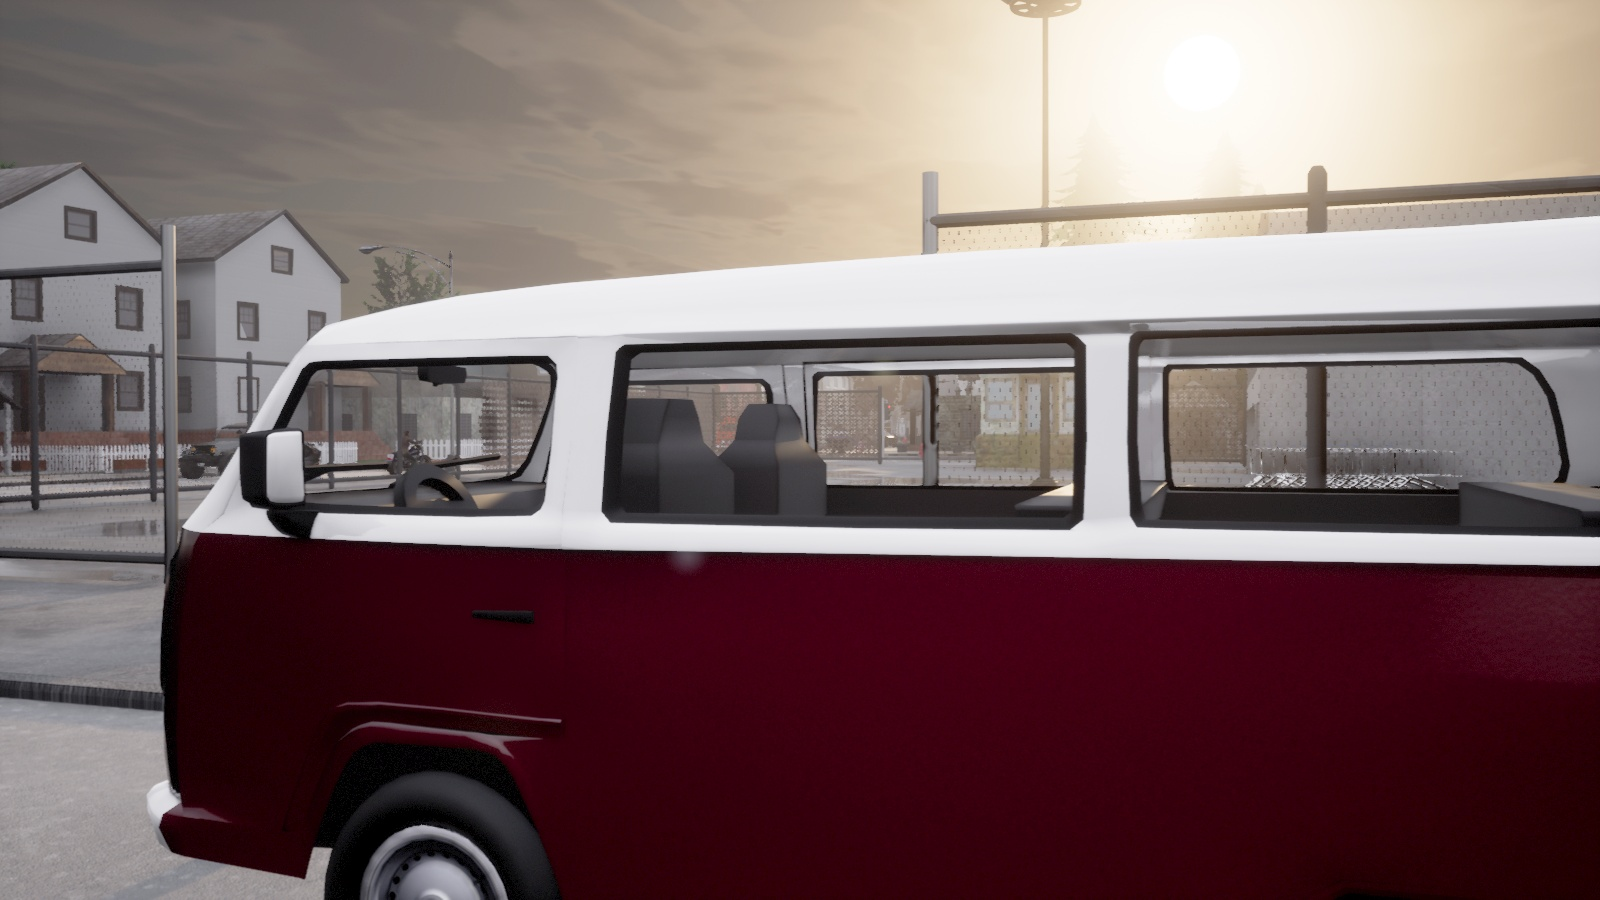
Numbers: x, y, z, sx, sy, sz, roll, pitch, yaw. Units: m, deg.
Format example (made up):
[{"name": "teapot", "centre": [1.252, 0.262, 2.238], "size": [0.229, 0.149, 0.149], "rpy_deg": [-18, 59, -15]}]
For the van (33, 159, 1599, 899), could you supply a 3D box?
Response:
[{"name": "van", "centre": [0.435, 0.493, 3.574], "size": [4.480, 2.038, 2.069], "rpy_deg": [1, 1, 19]}]

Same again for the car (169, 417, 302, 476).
[{"name": "car", "centre": [-18.813, -0.145, 42.028], "size": [1.905, 1.878, 3.866], "rpy_deg": [1, 1, 19]}]
